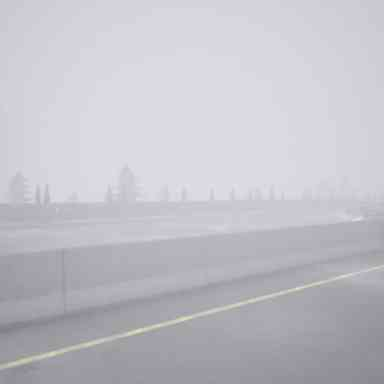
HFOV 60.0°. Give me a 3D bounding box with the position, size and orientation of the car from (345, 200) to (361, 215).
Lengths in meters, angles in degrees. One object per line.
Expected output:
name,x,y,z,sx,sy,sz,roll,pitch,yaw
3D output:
car,17.478,1.582,33.699,4.892,1.490,1.837,1,0,-36

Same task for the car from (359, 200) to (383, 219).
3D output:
car,16.757,1.632,28.865,4.181,1.385,1.994,0,0,-36
